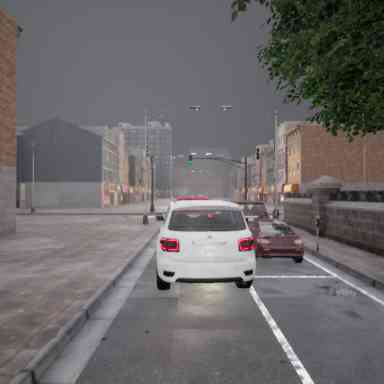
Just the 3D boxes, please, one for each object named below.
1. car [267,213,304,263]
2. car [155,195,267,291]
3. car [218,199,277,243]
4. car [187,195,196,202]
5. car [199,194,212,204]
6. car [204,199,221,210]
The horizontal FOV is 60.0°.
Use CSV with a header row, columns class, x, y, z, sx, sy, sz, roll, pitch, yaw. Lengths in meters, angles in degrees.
class,x,y,z,sx,sy,sz,roll,pitch,yaw
car,2.636,1.585,11.702,1.802,1.307,4.206,1,0,0
car,0.173,1.224,9.211,2.150,2.045,5.566,0,0,-4
car,2.635,1.323,17.151,2.192,1.841,5.009,1,0,0
car,-0.056,1.535,83.770,2.097,1.767,4.553,0,0,0
car,2.602,1.426,65.331,2.192,1.841,5.009,1,0,0
car,2.615,1.595,43.581,1.887,1.381,4.507,1,0,0
